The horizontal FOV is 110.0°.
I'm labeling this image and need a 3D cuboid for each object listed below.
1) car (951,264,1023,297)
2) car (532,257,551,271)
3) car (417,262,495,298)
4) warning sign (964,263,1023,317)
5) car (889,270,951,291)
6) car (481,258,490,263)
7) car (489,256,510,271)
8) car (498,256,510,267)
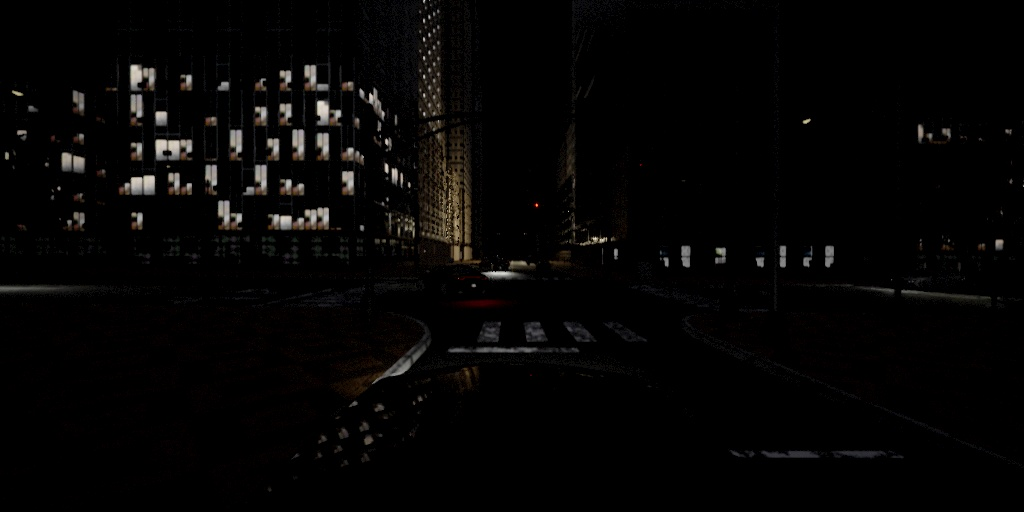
[{"bbox_3d":[32.305,1.513,22.975,5.566,2.045,2.150,1,0,-2],"label":"car"},{"bbox_3d":[4.084,1.201,46.727,1.948,1.339,4.313,0,0,0],"label":"car"},{"bbox_3d":[-3.113,1.152,18.096,1.882,1.535,5.008,3,-1,-34],"label":"car"},{"bbox_3d":[17.313,1.171,12.878,1.060,1.860,1.300,0,0,-2],"label":"warning sign"},{"bbox_3d":[30.396,1.773,26.147,4.674,1.442,1.812,1,0,-2],"label":"car"},{"bbox_3d":[-3.850,1.199,52.247,1.802,1.307,4.207,0,0,0],"label":"car"},{"bbox_3d":[-1.369,1.132,45.178,2.128,1.511,4.902,0,0,0],"label":"car"},{"bbox_3d":[-1.350,0.934,62.202,2.097,1.767,4.553,0,0,0],"label":"car"}]
